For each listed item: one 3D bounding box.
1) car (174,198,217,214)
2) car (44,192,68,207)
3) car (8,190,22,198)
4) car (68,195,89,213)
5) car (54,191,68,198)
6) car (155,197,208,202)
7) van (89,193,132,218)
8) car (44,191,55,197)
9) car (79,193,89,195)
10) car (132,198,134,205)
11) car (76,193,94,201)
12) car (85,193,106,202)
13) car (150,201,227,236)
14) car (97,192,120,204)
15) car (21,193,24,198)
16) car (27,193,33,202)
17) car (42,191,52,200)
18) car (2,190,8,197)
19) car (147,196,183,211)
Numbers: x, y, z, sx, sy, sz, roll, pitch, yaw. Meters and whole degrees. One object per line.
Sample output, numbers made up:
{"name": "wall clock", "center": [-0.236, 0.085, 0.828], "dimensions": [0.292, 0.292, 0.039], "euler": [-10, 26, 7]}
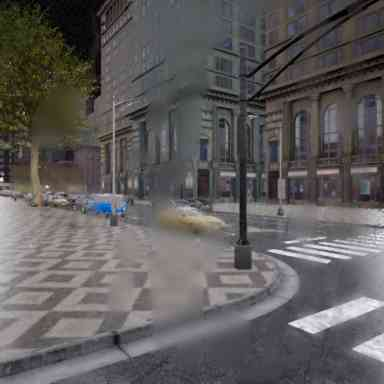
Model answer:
{"name": "car", "center": [0.228, 1.315, 32.062], "dimensions": [1.947, 1.339, 4.313], "euler": [1, 0, -35]}
{"name": "car", "center": [-16.354, 1.051, 40.770], "dimensions": [1.752, 1.417, 4.829], "euler": [1, 0, -35]}
{"name": "car", "center": [-35.888, 0.483, 68.442], "dimensions": [1.967, 1.590, 4.097], "euler": [1, 0, -35]}
{"name": "car", "center": [-9.972, 1.230, 31.727], "dimensions": [2.008, 1.369, 4.403], "euler": [1, 0, -35]}
{"name": "car", "center": [-28.928, 0.587, 73.362], "dimensions": [1.887, 1.381, 4.507], "euler": [1, 0, -35]}
{"name": "car", "center": [-0.949, 1.311, 23.547], "dimensions": [2.128, 1.511, 4.902], "euler": [0, 1, -35]}
{"name": "van", "center": [-6.730, 1.091, 27.137], "dimensions": [1.690, 1.788, 3.998], "euler": [1, 0, -35]}
{"name": "car", "center": [-35.408, 0.471, 82.539], "dimensions": [1.802, 1.307, 4.206], "euler": [1, 0, -35]}
{"name": "car", "center": [-13.456, 1.020, 41.320], "dimensions": [1.882, 1.535, 5.008], "euler": [0, 1, -35]}
{"name": "car", "center": [-9.492, 1.073, 45.832], "dimensions": [2.008, 1.369, 4.403], "euler": [1, 0, -35]}
{"name": "car", "center": [-19.211, 0.860, 59.597], "dimensions": [1.802, 1.307, 4.206], "euler": [1, 0, -35]}
{"name": "car", "center": [-15.971, 0.910, 55.008], "dimensions": [2.008, 1.369, 4.403], "euler": [1, 0, -35]}
{"name": "car", "center": [-0.153, 1.398, 17.816], "dimensions": [1.752, 1.417, 4.829], "euler": [1, 0, -35]}
{"name": "car", "center": [-12.729, 0.880, 50.420], "dimensions": [1.967, 1.590, 4.097], "euler": [1, 0, -35]}
{"name": "car", "center": [-26.171, 0.830, 54.676], "dimensions": [2.008, 1.369, 4.403], "euler": [1, 0, -35]}
{"name": "car", "center": [-22.931, 0.910, 50.087], "dimensions": [2.008, 1.369, 4.403], "euler": [1, 0, -35]}
{"name": "car", "center": [-19.691, 0.992, 45.498], "dimensions": [2.008, 1.369, 4.403], "euler": [1, 0, -35]}
{"name": "car", "center": [-42.368, 0.330, 77.620], "dimensions": [1.967, 1.590, 4.097], "euler": [1, 0, -35]}
{"name": "car", "center": [-3.011, 1.223, 36.651], "dimensions": [1.887, 1.381, 4.507], "euler": [1, 0, -35]}
